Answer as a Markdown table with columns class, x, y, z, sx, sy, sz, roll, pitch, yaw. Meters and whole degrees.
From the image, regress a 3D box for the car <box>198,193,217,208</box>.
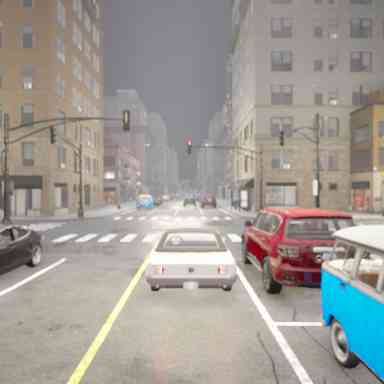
| class | x | y | z | sx | sy | sz | roll | pitch | yaw |
| --- | --- | --- | --- | --- | --- | --- | --- | --- | --- |
| car | 2.317 | 1.241 | 46.049 | 2.192 | 1.841 | 5.009 | 0 | 0 | 0 |

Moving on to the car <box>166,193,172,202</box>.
| class | x | y | z | sx | sy | sz | roll | pitch | yaw |
| --- | --- | --- | --- | --- | --- | --- | --- | --- | --- |
| car | -6.021 | 1.406 | 72.839 | 1.752 | 1.417 | 4.829 | 0 | 0 | 0 |

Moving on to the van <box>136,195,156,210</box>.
| class | x | y | z | sx | sy | sz | roll | pitch | yaw |
| --- | --- | --- | --- | --- | --- | --- | --- | --- | --- |
| van | -5.749 | 1.276 | 40.571 | 1.690 | 1.788 | 3.998 | 0 | 0 | 0 |

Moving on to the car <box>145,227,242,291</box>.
| class | x | y | z | sx | sy | sz | roll | pitch | yaw |
| --- | --- | --- | --- | --- | --- | --- | --- | --- | --- |
| car | -0.017 | 1.587 | 8.899 | 1.895 | 1.301 | 4.718 | 0 | 0 | 0 |

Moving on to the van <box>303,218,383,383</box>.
| class | x | y | z | sx | sy | sz | roll | pitch | yaw |
| --- | --- | --- | --- | --- | --- | --- | --- | --- | --- |
| van | 2.622 | 1.336 | 3.167 | 1.690 | 1.788 | 3.998 | 0 | 0 | 0 |

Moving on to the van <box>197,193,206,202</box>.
| class | x | y | z | sx | sy | sz | roll | pitch | yaw |
| --- | --- | --- | --- | --- | --- | --- | --- | --- | --- |
| van | 2.057 | 1.221 | 73.079 | 1.690 | 1.788 | 3.998 | 0 | 0 | 0 |

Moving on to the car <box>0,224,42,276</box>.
| class | x | y | z | sx | sy | sz | roll | pitch | yaw |
| --- | --- | --- | --- | --- | --- | --- | --- | --- | --- |
| car | -5.451 | 1.553 | 8.609 | 1.947 | 1.339 | 4.313 | 0 | 0 | 0 |

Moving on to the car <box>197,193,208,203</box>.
| class | x | y | z | sx | sy | sz | roll | pitch | yaw |
| --- | --- | --- | --- | --- | --- | --- | --- | --- | --- |
| car | 2.109 | 1.205 | 67.673 | 2.192 | 1.841 | 5.009 | 0 | 0 | 0 |

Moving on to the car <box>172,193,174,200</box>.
| class | x | y | z | sx | sy | sz | roll | pitch | yaw |
| --- | --- | --- | --- | --- | --- | --- | --- | --- | --- |
| car | -6.068 | 1.422 | 78.414 | 2.008 | 1.369 | 4.403 | 0 | 0 | 0 |

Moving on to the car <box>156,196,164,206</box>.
| class | x | y | z | sx | sy | sz | roll | pitch | yaw |
| --- | --- | --- | --- | --- | --- | --- | --- | --- | --- |
| car | -5.840 | 1.483 | 51.384 | 1.947 | 1.339 | 4.313 | 0 | 0 | 0 |

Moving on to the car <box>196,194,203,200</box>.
| class | x | y | z | sx | sy | sz | roll | pitch | yaw |
| --- | --- | --- | --- | --- | --- | --- | --- | --- | --- |
| car | 1.899 | 1.377 | 89.467 | 1.752 | 1.417 | 4.829 | 0 | 0 | 0 |

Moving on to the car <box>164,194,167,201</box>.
| class | x | y | z | sx | sy | sz | roll | pitch | yaw |
| --- | --- | --- | --- | --- | --- | --- | --- | --- | --- |
| car | -5.885 | 1.453 | 56.790 | 1.887 | 1.381 | 4.507 | 0 | 0 | 0 |

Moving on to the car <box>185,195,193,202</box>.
| class | x | y | z | sx | sy | sz | roll | pitch | yaw |
| --- | --- | --- | --- | --- | --- | --- | --- | --- | --- |
| car | -0.647 | 1.471 | 75.851 | 1.895 | 1.301 | 4.718 | 0 | 0 | 0 |

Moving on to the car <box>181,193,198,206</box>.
| class | x | y | z | sx | sy | sz | roll | pitch | yaw |
| --- | --- | --- | --- | --- | --- | --- | --- | --- | --- |
| car | -0.348 | 1.406 | 52.853 | 2.128 | 1.511 | 4.902 | 0 | 0 | 0 |

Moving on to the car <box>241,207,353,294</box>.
| class | x | y | z | sx | sy | sz | roll | pitch | yaw |
| --- | --- | --- | --- | --- | --- | --- | --- | --- | --- |
| car | 2.574 | 1.302 | 8.679 | 2.192 | 1.841 | 5.009 | 0 | 0 | 0 |

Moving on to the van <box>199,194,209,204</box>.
| class | x | y | z | sx | sy | sz | roll | pitch | yaw |
| --- | --- | --- | --- | --- | --- | --- | --- | --- | --- |
| van | 2.161 | 1.240 | 62.267 | 1.690 | 1.788 | 3.998 | 0 | 0 | 0 |
